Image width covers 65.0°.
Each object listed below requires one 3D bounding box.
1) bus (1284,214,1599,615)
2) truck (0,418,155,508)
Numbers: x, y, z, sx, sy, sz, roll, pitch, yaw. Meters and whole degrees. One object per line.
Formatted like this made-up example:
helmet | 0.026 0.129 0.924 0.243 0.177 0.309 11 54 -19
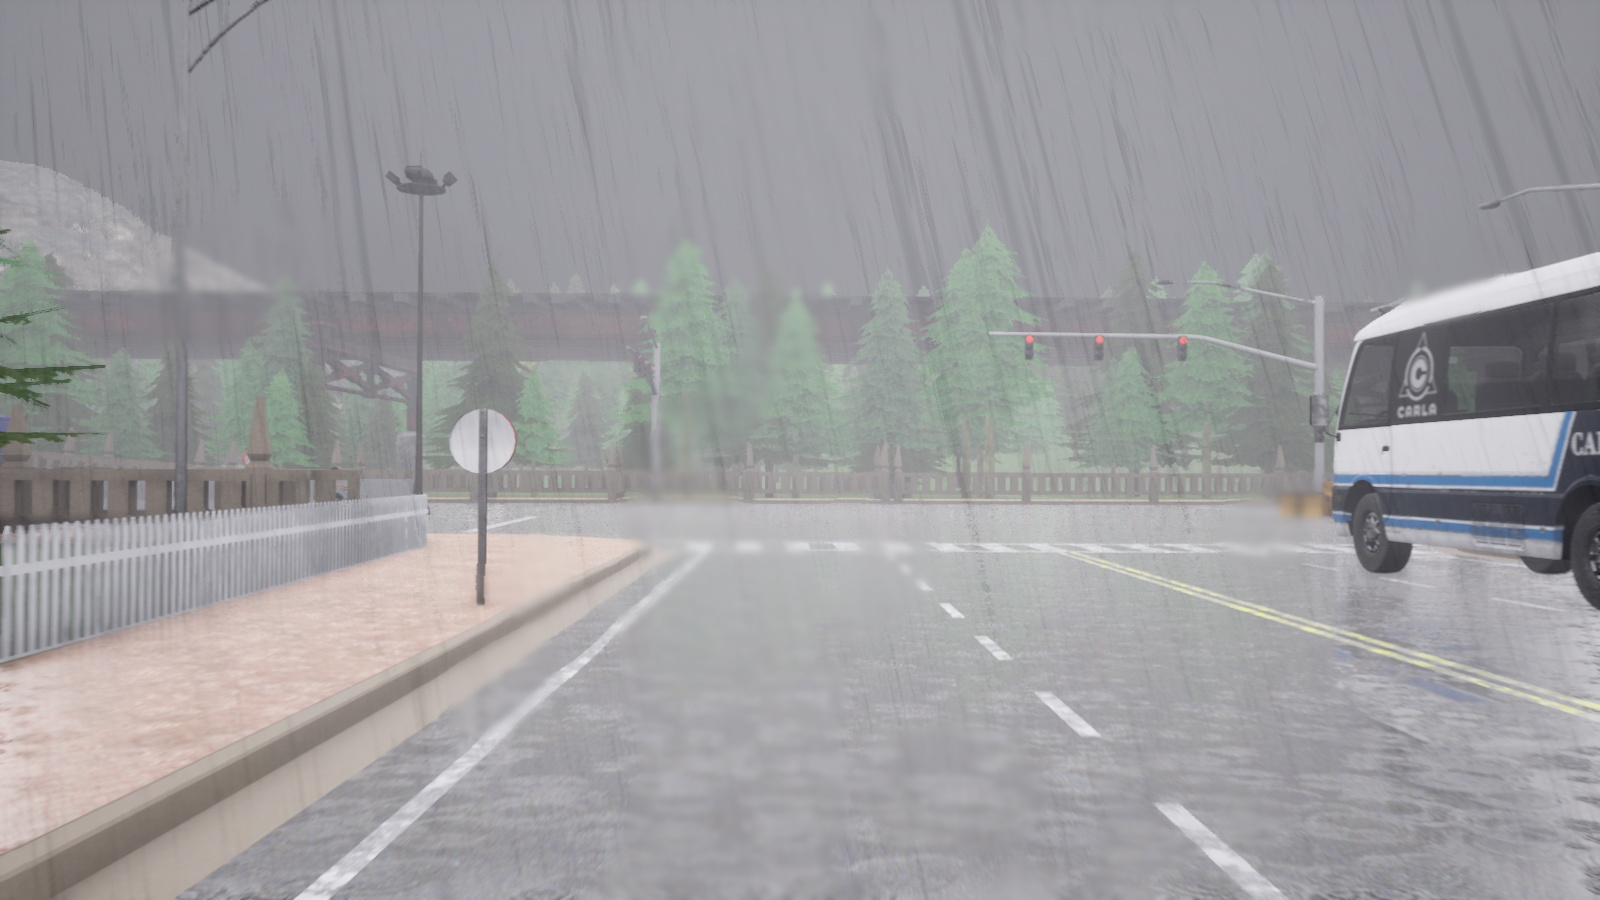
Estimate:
bus | 10.452 -0.323 16.778 3.944 4.253 10.273 0 -1 0
truck | -32.384 0.493 53.694 7.936 3.462 2.891 3 -1 -2
